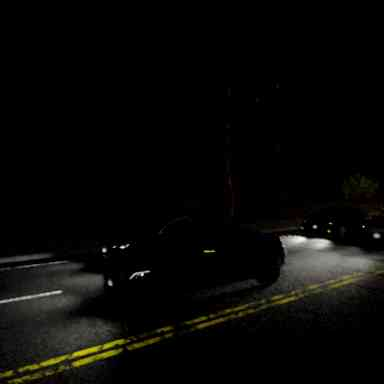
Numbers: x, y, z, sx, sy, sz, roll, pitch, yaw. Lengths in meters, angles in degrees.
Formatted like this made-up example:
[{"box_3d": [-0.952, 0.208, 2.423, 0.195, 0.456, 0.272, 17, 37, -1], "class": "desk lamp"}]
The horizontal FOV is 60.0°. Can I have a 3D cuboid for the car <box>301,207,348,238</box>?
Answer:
[{"box_3d": [7.473, 1.457, 16.989, 4.181, 1.385, 1.994, 0, 0, -36], "class": "car"}]

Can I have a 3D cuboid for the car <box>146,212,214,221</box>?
[{"box_3d": [-0.607, 1.466, 11.218, 4.892, 1.490, 1.837, 0, 0, -35], "class": "car"}]

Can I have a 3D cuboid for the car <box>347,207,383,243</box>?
[{"box_3d": [9.046, 1.388, 14.107, 4.902, 1.511, 2.128, 0, 0, -35], "class": "car"}]

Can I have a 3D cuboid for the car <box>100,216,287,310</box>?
[{"box_3d": [0.298, 1.494, 7.875, 4.674, 1.442, 1.812, 0, 0, -35], "class": "car"}]
